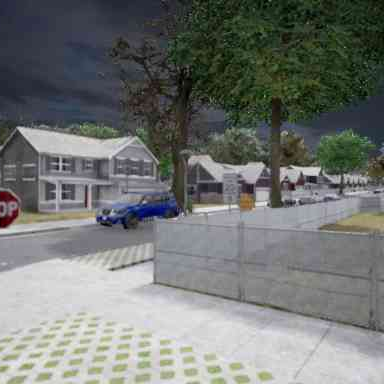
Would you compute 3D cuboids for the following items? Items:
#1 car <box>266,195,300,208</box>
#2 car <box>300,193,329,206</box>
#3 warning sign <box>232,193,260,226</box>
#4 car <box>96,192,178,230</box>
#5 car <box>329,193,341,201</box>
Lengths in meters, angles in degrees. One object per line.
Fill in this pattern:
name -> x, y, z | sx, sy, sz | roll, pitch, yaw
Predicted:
car -> 10.695, 1.078, 39.613 | 2.033, 1.411, 5.357 | 1, 2, 36
car -> 14.378, 1.046, 39.868 | 2.128, 1.511, 4.902 | 1, 2, 36
warning sign -> 3.248, 0.997, 19.904 | 1.300, 1.860, 1.060 | 1, 0, 35
car -> -3.114, 1.033, 20.196 | 2.150, 2.045, 5.566 | 1, 2, 35
car -> 20.360, 0.925, 48.365 | 1.812, 1.442, 4.674 | 1, 2, 35
